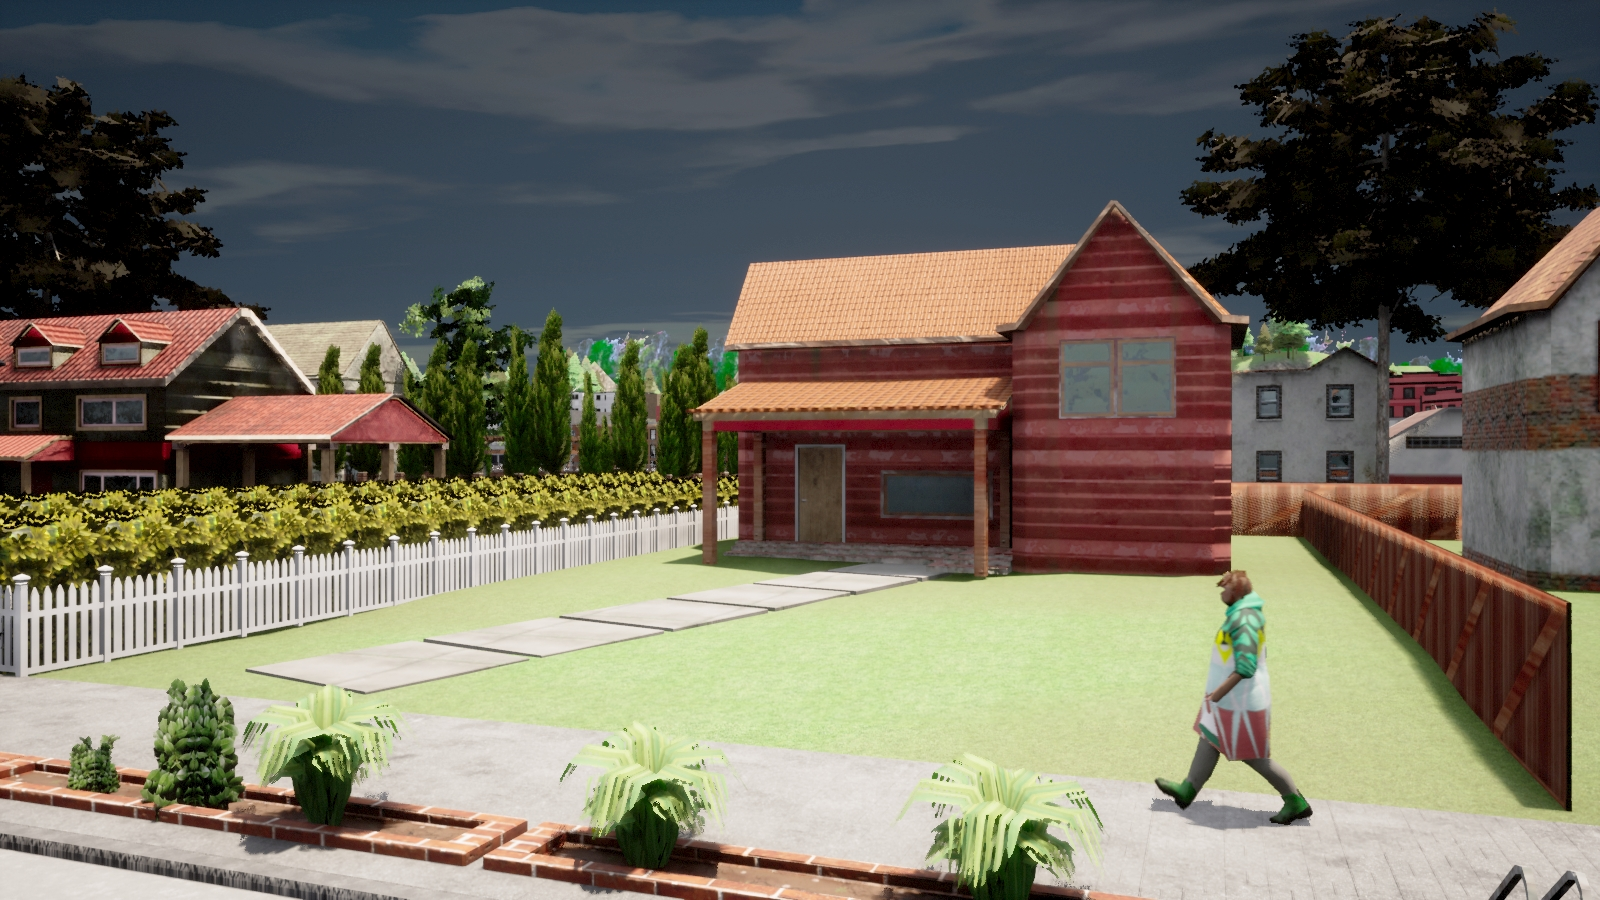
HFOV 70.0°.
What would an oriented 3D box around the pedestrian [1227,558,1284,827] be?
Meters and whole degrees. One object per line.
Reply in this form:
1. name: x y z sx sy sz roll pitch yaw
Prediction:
1. pedestrian: 3.317 1.744 8.336 0.375 1.860 0.375 0 0 20
